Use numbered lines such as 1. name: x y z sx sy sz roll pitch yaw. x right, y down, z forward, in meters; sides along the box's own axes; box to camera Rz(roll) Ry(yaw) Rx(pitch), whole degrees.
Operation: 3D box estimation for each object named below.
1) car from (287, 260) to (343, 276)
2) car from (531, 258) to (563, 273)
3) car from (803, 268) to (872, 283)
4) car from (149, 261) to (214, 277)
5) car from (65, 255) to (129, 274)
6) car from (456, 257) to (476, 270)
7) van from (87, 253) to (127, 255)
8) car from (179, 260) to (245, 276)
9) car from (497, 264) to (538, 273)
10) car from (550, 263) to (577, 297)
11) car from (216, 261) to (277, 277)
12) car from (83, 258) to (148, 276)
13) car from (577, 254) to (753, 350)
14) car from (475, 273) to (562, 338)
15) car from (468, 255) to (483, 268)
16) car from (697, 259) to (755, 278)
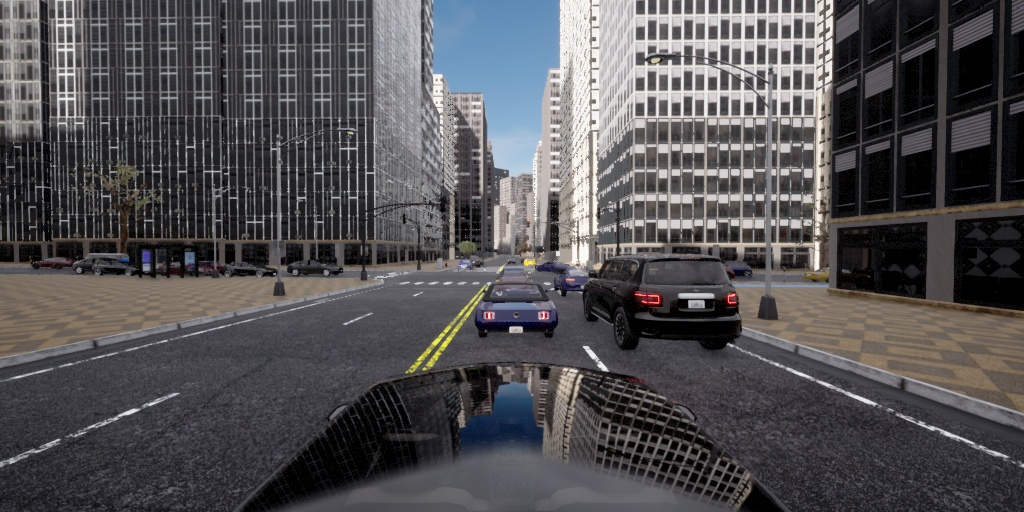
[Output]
1. car: -18.471 1.108 33.765 4.892 1.490 1.837 1 1 1
2. car: 4.582 1.233 40.551 1.812 1.442 4.674 -1 1 -35
3. car: 27.612 1.579 30.471 4.829 1.417 1.751 0 0 1
4. car: -28.446 1.138 31.270 4.207 1.307 1.802 0 0 1
5. car: -38.791 0.923 34.166 4.892 1.490 1.837 1 1 1
6. car: -6.641 1.241 51.190 1.812 1.442 4.674 0 0 -2
7. van: -45.328 0.605 40.086 3.998 1.789 1.690 0 0 1
8. car: -28.353 1.114 33.958 4.718 1.301 1.895 1 1 1
9. car: 0.084 1.305 18.903 1.994 1.385 4.181 0 0 0
10. car: 3.332 1.267 18.896 1.812 1.442 4.674 0 0 0
11. car: -22.762 1.174 31.143 4.313 1.339 1.948 0 0 1
12. car: -34.127 1.069 31.437 4.313 1.339 1.948 0 0 1
13. car: 3.343 0.968 9.204 2.150 2.045 5.566 0 0 0
14. car: 0.093 1.347 10.166 1.895 1.301 4.718 0 0 0
15. car: -6.635 0.925 61.153 2.150 2.045 5.566 0 0 0
16. car: 21.606 1.260 36.341 4.553 1.767 2.097 0 1 1
